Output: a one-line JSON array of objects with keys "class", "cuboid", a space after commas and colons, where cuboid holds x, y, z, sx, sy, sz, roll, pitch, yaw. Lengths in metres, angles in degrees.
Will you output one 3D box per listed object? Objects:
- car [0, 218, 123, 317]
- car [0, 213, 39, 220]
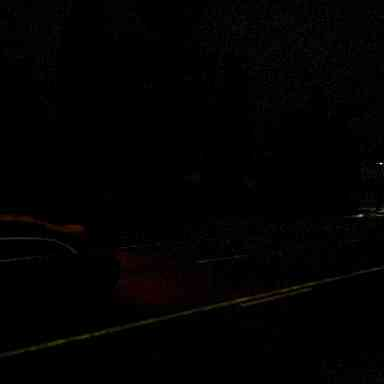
[{"class": "car", "cuboid": [-3.673, 1.414, 5.759, 4.902, 1.511, 2.128, 0, 1, -33]}, {"class": "car", "cuboid": [-5.343, 1.362, 8.844, 5.008, 1.535, 1.882, 0, 1, -33]}]
